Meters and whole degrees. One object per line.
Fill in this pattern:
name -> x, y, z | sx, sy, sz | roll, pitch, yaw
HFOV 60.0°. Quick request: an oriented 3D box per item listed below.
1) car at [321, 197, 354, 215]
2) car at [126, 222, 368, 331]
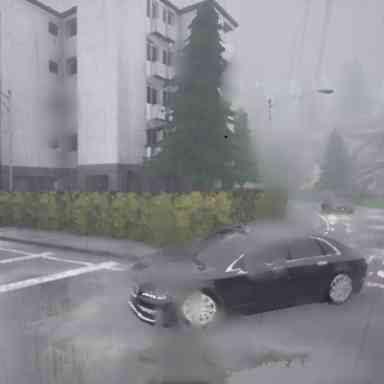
car -> 12.092, 1.103, 27.827 | 1.994, 1.385, 4.181 | 0, 1, 12
car -> 1.198, 1.439, 6.540 | 4.892, 1.490, 1.837 | 0, 6, -23
